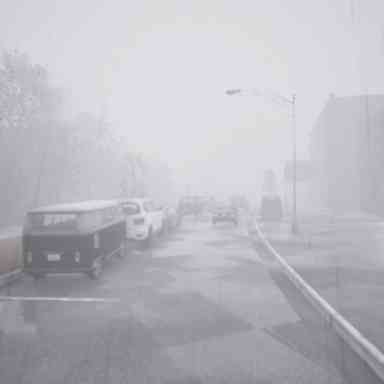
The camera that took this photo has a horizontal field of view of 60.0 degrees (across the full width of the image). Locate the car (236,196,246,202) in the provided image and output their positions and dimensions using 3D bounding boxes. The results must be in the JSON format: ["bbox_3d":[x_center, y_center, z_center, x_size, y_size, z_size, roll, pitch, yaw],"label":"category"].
[{"bbox_3d":[13.556,1.901,91.551,2.097,1.535,5.008,0,0,15],"label":"car"}]

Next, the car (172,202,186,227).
[{"bbox_3d":[-1.945,1.622,21.190,2.002,1.452,4.674,-1,1,8],"label":"car"}]

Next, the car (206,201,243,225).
[{"bbox_3d":[2.617,1.659,25.390,2.033,1.411,5.357,0,0,10],"label":"car"}]

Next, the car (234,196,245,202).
[{"bbox_3d":[12.306,1.861,86.146,2.097,1.535,5.008,0,0,15],"label":"car"}]

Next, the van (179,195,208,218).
[{"bbox_3d":[0.002,1.410,32.275,1.878,1.987,4.442,-1,1,11],"label":"van"}]

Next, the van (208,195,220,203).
[{"bbox_3d":[2.095,1.451,42.004,1.878,1.987,4.442,-1,1,11],"label":"van"}]

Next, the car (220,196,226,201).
[{"bbox_3d":[3.561,1.732,48.348,2.163,1.488,4.792,-1,1,11],"label":"car"}]

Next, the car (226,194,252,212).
[{"bbox_3d":[6.096,1.403,42.498,2.150,2.045,5.566,0,0,13],"label":"car"}]

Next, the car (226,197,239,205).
[{"bbox_3d":[8.558,1.848,69.945,2.002,1.452,4.674,-1,0,13],"label":"car"}]

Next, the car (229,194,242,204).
[{"bbox_3d":[10.077,1.597,76.518,2.435,2.045,5.566,-1,0,14],"label":"car"}]

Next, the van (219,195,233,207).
[{"bbox_3d":[6.090,1.541,59.256,1.878,1.987,4.442,0,-1,15],"label":"van"}]

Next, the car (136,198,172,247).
[{"bbox_3d":[-2.690,1.300,15.679,2.435,2.045,5.566,-1,1,4],"label":"car"}]

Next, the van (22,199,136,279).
[{"bbox_3d":[-3.233,1.292,10.203,1.878,1.987,4.442,-1,1,3],"label":"van"}]
